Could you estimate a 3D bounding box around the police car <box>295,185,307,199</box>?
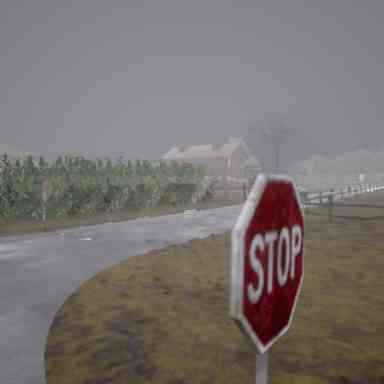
[{"bbox_3d":[11.028,-0.005,36.497,1.930,1.638,5.238,2,3,36],"label":"police car"}]
